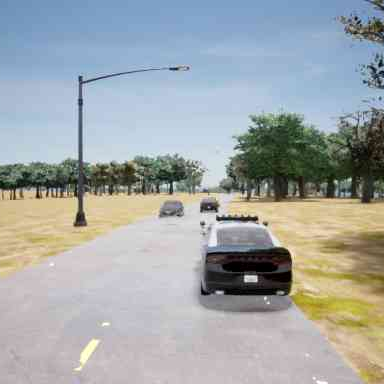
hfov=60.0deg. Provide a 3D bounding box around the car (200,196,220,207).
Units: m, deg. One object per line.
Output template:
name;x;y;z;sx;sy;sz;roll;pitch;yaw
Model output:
car;1.959;1.393;36.799;1.882;1.535;5.008;0;0;6

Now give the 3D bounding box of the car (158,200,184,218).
car;-1.746;1.458;29.546;1.837;1.490;4.892;0;0;5

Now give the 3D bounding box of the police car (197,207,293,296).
police car;1.168;1.423;8.812;1.930;1.638;5.238;0;0;1

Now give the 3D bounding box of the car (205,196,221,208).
car;2.983;1.320;47.174;1.882;1.535;5.008;0;0;8
